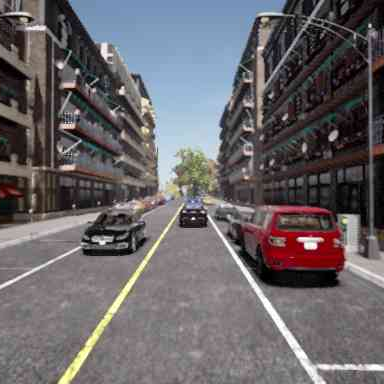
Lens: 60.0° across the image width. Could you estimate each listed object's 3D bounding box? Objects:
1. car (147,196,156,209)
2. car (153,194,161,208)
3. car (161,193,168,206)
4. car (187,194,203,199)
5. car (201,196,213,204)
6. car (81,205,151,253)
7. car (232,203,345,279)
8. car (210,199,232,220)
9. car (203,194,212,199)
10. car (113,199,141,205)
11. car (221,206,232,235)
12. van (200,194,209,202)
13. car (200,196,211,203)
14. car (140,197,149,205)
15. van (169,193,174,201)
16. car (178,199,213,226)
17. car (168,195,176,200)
[{"bbox_3d":[-5.694,1.502,38.311,1.887,1.381,4.507,1,0,0],"label":"car"},{"bbox_3d":[-5.695,1.392,43.974,1.967,1.590,4.097,1,0,0],"label":"car"},{"bbox_3d":[-5.698,1.257,55.297,2.192,1.841,5.009,1,0,0],"label":"car"},{"bbox_3d":[0.082,1.303,45.011,2.097,1.767,4.553,0,0,0],"label":"car"},{"bbox_3d":[2.680,1.483,60.923,1.887,1.381,4.507,1,0,0],"label":"car"},{"bbox_3d":[-3.015,1.492,13.658,1.837,1.490,4.892,0,0,0],"label":"car"},{"bbox_3d":[2.701,1.304,9.967,2.192,1.841,5.009,1,0,0],"label":"car"},{"bbox_3d":[2.691,1.520,26.953,2.008,1.369,4.403,1,0,0],"label":"car"},{"bbox_3d":[2.680,1.468,55.432,1.752,1.417,4.829,1,0,0],"label":"car"},{"bbox_3d":[-5.690,1.519,26.988,2.008,1.369,4.403,1,0,0],"label":"car"},{"bbox_3d":[2.695,1.548,15.629,1.947,1.339,4.313,1,0,0],"label":"car"},{"bbox_3d":[2.661,1.270,72.247,1.690,1.788,3.998,1,0,0],"label":"van"},{"bbox_3d":[2.681,1.499,66.585,1.947,1.339,4.313,1,0,0],"label":"car"},{"bbox_3d":[-5.692,1.488,32.481,1.752,1.417,4.829,1,0,0],"label":"car"},{"bbox_3d":[-5.708,1.266,77.943,1.690,1.788,3.998,1,0,0],"label":"van"},{"bbox_3d":[0.091,1.464,23.262,2.128,1.511,4.902,0,0,0],"label":"car"},{"bbox_3d":[-5.719,1.482,94.929,1.947,1.339,4.313,1,0,0],"label":"car"}]
